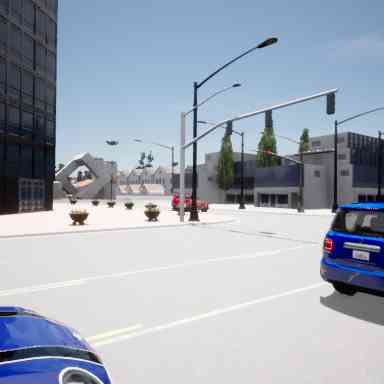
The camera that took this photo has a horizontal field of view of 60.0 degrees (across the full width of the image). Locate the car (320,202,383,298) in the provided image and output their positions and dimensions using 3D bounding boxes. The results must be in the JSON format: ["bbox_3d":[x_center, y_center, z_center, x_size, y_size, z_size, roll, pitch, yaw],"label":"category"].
[{"bbox_3d":[5.232,1.240,7.526,5.566,2.045,2.150,0,0,-35],"label":"car"}]

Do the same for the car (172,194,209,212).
[{"bbox_3d":[-0.269,1.315,39.043,2.150,2.045,5.566,1,-1,-35],"label":"car"}]

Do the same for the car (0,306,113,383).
[{"bbox_3d":[-2.700,1.352,1.818,4.553,1.767,2.097,0,0,-35],"label":"car"}]
